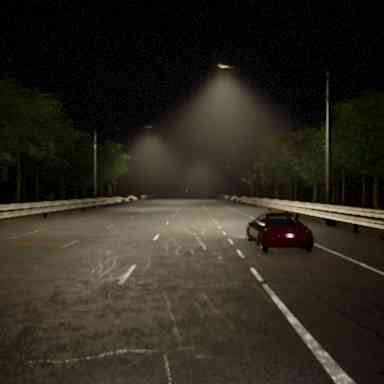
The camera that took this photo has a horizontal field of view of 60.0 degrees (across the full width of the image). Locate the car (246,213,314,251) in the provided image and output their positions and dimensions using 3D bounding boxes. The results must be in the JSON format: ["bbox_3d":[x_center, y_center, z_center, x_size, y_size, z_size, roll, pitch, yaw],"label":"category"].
[{"bbox_3d":[3.528,1.552,14.024,1.994,1.385,4.181,0,0,-1],"label":"car"}]
